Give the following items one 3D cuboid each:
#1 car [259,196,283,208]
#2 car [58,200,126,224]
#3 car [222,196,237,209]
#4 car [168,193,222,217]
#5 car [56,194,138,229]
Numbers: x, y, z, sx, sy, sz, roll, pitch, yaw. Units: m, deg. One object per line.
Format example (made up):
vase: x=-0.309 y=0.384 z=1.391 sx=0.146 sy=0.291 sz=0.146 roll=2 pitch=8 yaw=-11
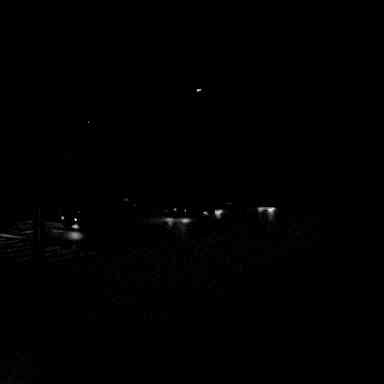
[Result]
car: x=10.888 y=1.321 z=45.686 sx=1.837 sy=1.490 sz=4.892 roll=0 pitch=0 yaw=36
car: x=-7.489 y=1.438 z=25.481 sx=1.837 sy=1.490 sz=4.892 roll=0 pitch=1 yaw=35
car: x=3.733 y=1.331 z=41.281 sx=1.882 sy=1.535 sz=5.008 roll=0 pitch=0 yaw=36
car: x=0.161 y=1.110 z=30.639 sx=2.150 sy=2.045 sz=5.566 roll=0 pitch=1 yaw=35
car: x=-6.044 y=1.160 z=21.894 sx=2.150 sy=2.045 sz=5.566 roll=0 pitch=0 yaw=35
